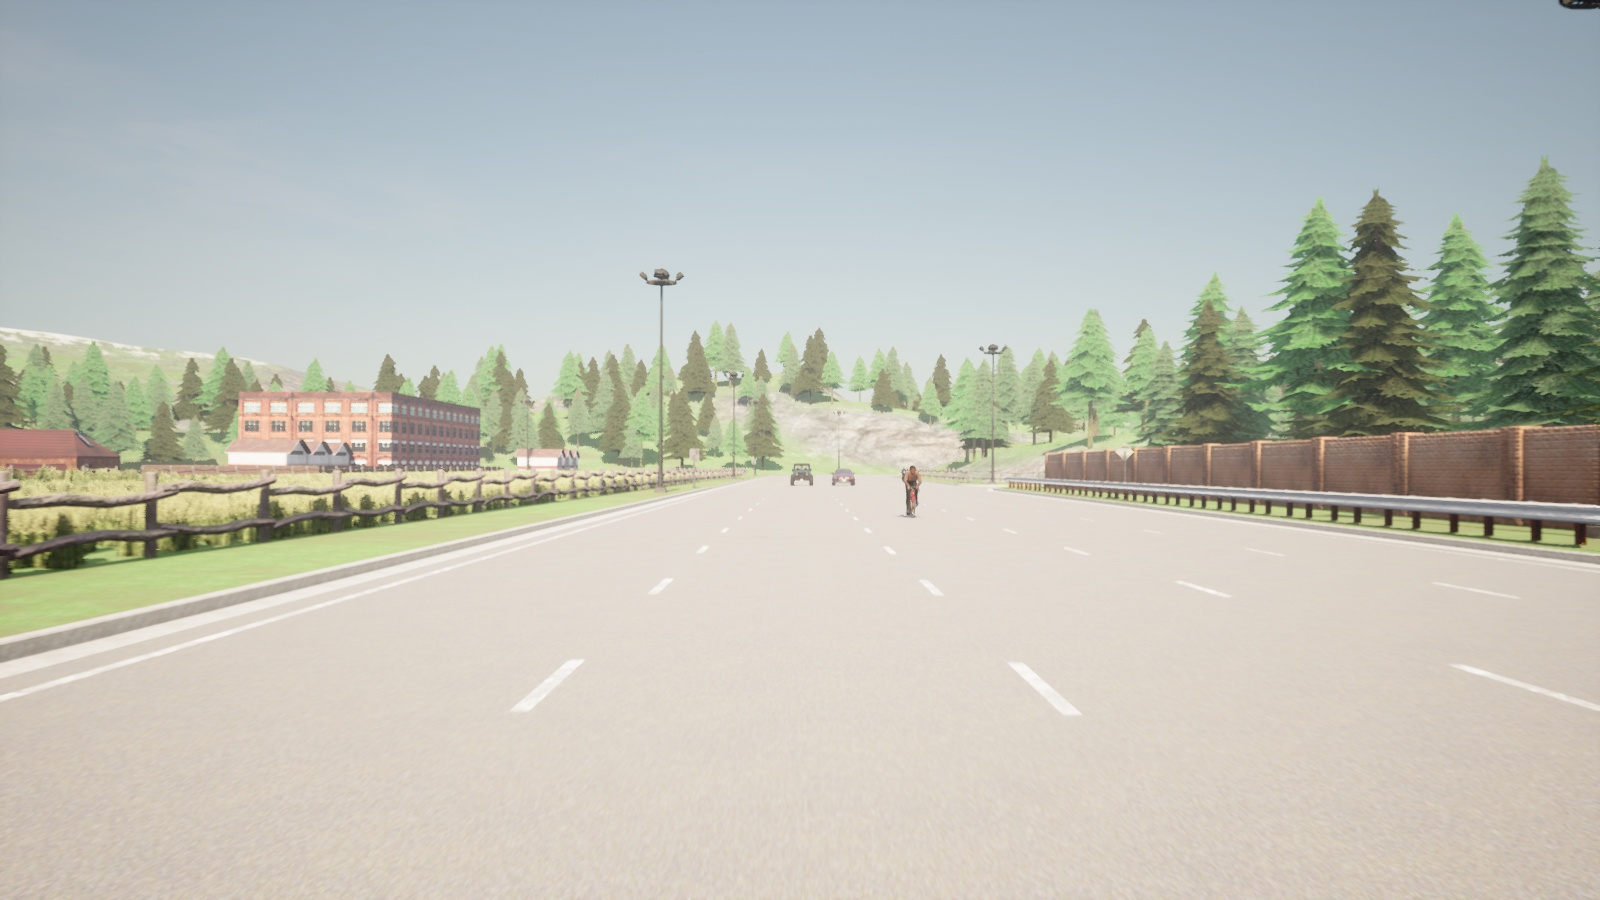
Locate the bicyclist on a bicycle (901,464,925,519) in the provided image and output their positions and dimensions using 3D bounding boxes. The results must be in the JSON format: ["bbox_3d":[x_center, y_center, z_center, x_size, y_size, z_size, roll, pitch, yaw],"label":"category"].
[{"bbox_3d":[3.448,1.259,38.422,0.582,1.620,1.656,0,0,0],"label":"bicyclist on a bicycle"}]
